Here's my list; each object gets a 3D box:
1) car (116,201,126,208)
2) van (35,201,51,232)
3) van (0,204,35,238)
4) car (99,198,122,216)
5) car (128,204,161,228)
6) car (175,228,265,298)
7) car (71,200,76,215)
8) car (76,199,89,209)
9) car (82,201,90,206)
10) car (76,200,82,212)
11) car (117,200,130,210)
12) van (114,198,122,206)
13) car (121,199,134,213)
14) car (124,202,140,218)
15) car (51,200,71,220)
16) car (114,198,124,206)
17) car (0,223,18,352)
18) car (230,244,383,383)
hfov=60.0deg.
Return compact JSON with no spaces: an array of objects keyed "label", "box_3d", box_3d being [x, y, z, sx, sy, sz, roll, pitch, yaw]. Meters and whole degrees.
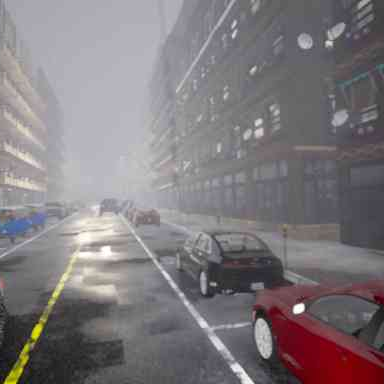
[{"label":"car","box_3d":[-14.504,2.468,67.448,1.802,1.307,4.206,0,-1,-14]},{"label":"van","box_3d":[-11.067,1.713,22.707,1.690,1.788,3.998,1,-1,-14]},{"label":"van","box_3d":[-9.685,1.642,17.351,1.690,1.788,3.998,1,-1,-14]},{"label":"car","box_3d":[-10.157,1.753,40.767,2.150,2.045,5.566,-1,0,-14]},{"label":"car","box_3d":[-3.423,1.809,24.614,1.887,1.381,4.507,1,-1,-14]},{"label":"car","box_3d":[0.719,1.609,8.548,2.008,1.369,4.403,1,-1,-14]},{"label":"car","box_3d":[-15.209,1.909,38.771,2.192,1.841,5.009,1,-1,-14]},{"label":"car","box_3d":[-22.114,2.309,65.545,2.192,1.841,5.009,1,-1,-14]},{"label":"car","box_3d":[-27.639,2.931,86.962,1.802,1.307,4.206,0,-1,-14]},{"label":"car","box_3d":[-17.973,2.314,49.479,1.947,1.339,4.313,1,-1,-14]},{"label":"car","box_3d":[-11.742,2.160,56.739,1.967,1.590,4.097,0,-1,-14]},{"label":"van","box_3d":[-18.647,2.491,83.519,1.690,1.788,3.998,0,-1,-14]},{"label":"car","box_3d":[-6.177,1.850,35.328,1.967,1.590,4.097,1,-1,-14]},{"label":"car","box_3d":[-4.804,1.881,29.968,1.887,1.381,4.507,1,-1,-14]},{"label":"car","box_3d":[-13.828,1.834,33.417,2.192,1.841,5.009,1,-1,-14]},{"label":"car","box_3d":[-17.266,2.375,78.163,2.192,1.841,5.009,0,-1,-14]},{"label":"car","box_3d":[-3.365,1.431,3.018,2.097,1.767,4.553,-1,0,-14]},{"label":"car","box_3d":[2.101,1.538,3.192,1.887,1.381,4.507,1,-1,-14]}]
